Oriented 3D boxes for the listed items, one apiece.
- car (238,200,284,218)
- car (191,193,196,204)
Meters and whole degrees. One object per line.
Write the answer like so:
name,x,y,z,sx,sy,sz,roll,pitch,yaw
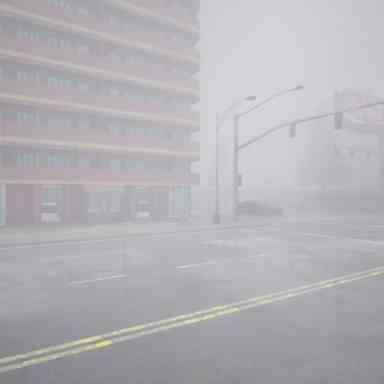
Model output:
car,6.189,1.476,30.749,1.882,1.535,5.008,0,0,-34
car,-1.499,1.218,61.320,2.150,2.045,5.566,0,0,-34
